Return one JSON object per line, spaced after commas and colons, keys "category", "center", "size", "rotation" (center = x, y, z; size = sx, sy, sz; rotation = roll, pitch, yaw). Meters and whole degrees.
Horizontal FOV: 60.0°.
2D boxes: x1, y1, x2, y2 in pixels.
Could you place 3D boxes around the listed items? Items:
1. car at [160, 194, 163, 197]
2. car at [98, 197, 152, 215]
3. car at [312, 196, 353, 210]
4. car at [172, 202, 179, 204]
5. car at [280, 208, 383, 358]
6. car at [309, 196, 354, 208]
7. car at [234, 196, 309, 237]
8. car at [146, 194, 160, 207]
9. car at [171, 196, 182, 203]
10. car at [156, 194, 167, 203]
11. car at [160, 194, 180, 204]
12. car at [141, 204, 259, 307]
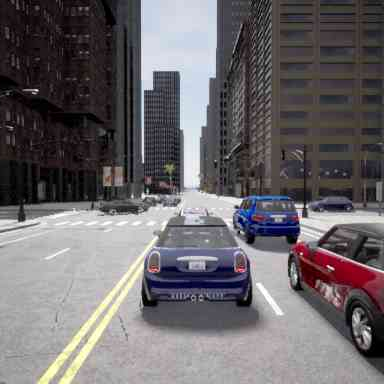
{"category": "car", "center": [-6.586, 1.524, 61.309], "size": [1.994, 1.385, 4.181], "rotation": [0, 0, 0]}
{"category": "car", "center": [-6.831, 1.475, 33.084], "size": [4.892, 1.490, 1.837], "rotation": [0, 1, -29]}
{"category": "car", "center": [16.670, 1.323, 39.636], "size": [4.097, 1.590, 1.967], "rotation": [0, 1, 0]}
{"category": "car", "center": [0.089, 1.480, 17.075], "size": [2.128, 1.511, 4.902], "rotation": [0, 0, 0]}
{"category": "car", "center": [3.344, 1.349, 6.180], "size": [2.097, 1.767, 4.553], "rotation": [0, 0, 0]}
{"category": "car", "center": [15.345, 1.277, 36.934], "size": [4.553, 1.767, 2.097], "rotation": [0, 1, -1]}
{"category": "car", "center": [3.349, 1.211, 15.890], "size": [2.150, 2.045, 5.566], "rotation": [0, 0, -2]}
{"category": "car", "center": [-6.597, 1.469, 51.389], "size": [1.837, 1.490, 4.892], "rotation": [0, 0, 2]}
{"category": "car", "center": [-3.266, 1.496, 71.473], "size": [2.033, 1.411, 5.357], "rotation": [0, 0, 0]}
{"category": "car", "center": [-6.516, 1.312, 71.280], "size": [2.097, 1.767, 4.553], "rotation": [0, 0, 0]}
{"category": "car", "center": [-3.344, 1.490, 51.331], "size": [1.812, 1.442, 4.674], "rotation": [0, 0, 2]}
{"category": "car", "center": [0.094, 1.348, 8.138], "size": [2.097, 1.767, 4.553], "rotation": [0, 0, 0]}
